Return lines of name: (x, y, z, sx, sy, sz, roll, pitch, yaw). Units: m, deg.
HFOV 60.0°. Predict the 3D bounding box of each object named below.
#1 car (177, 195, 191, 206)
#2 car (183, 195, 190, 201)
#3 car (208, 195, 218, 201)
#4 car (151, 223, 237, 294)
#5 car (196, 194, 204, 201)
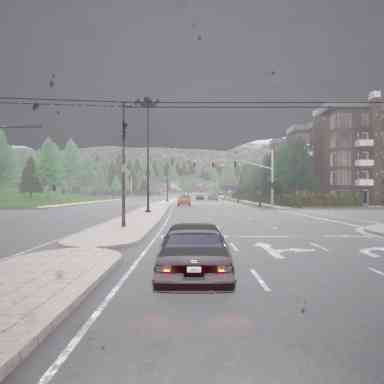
car: (-1.309, 1.352, 54.697, 2.097, 1.767, 4.553, 0, 0, -1)
car: (-1.445, 1.523, 85.522, 1.812, 1.442, 4.674, 0, 0, 0)
car: (5.555, 1.539, 85.562, 2.033, 1.411, 5.357, 0, 0, 0)
car: (0.050, 1.547, 8.951, 2.033, 1.411, 5.357, 0, 0, 0)
car: (2.055, 1.477, 85.558, 1.882, 1.535, 5.008, 0, 0, 0)
